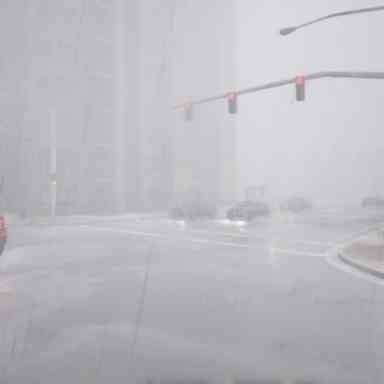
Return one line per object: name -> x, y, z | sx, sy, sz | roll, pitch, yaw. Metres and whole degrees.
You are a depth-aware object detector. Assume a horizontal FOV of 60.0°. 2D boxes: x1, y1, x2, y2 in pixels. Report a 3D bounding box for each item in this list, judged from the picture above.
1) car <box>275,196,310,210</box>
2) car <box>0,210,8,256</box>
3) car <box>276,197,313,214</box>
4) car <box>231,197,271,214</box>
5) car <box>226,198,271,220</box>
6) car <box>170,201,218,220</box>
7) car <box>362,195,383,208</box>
car -> 12.233, 1.257, 40.297 | 2.033, 1.411, 5.357 | 0, 0, 41
car -> -8.554, 1.218, 11.773 | 5.566, 2.045, 2.150 | 0, 0, 40
car -> 10.217, 1.253, 32.670 | 2.128, 1.511, 4.902 | 0, 0, 41
car -> 5.939, 1.315, 33.077 | 1.812, 1.442, 4.674 | 0, 0, 41
car -> 4.445, 1.399, 26.027 | 1.994, 1.385, 4.181 | 0, 0, 41
car -> 0.195, 1.426, 26.469 | 1.994, 1.385, 4.181 | 0, 0, 41
car -> 22.639, 1.134, 41.388 | 1.837, 1.490, 4.892 | 0, -1, 41
